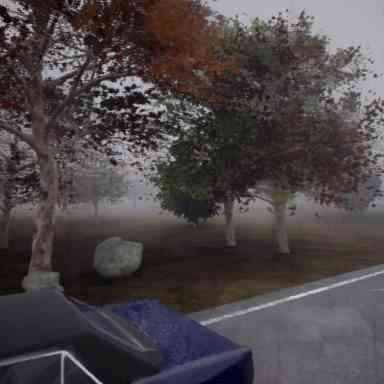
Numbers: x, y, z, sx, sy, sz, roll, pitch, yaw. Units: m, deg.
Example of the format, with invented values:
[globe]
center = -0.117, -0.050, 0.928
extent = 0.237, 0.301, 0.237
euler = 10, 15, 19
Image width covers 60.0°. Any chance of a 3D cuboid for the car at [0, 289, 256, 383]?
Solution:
[car]
center = -1.837, 1.601, 2.377
extent = 4.718, 1.301, 1.895
euler = 0, 0, -35
